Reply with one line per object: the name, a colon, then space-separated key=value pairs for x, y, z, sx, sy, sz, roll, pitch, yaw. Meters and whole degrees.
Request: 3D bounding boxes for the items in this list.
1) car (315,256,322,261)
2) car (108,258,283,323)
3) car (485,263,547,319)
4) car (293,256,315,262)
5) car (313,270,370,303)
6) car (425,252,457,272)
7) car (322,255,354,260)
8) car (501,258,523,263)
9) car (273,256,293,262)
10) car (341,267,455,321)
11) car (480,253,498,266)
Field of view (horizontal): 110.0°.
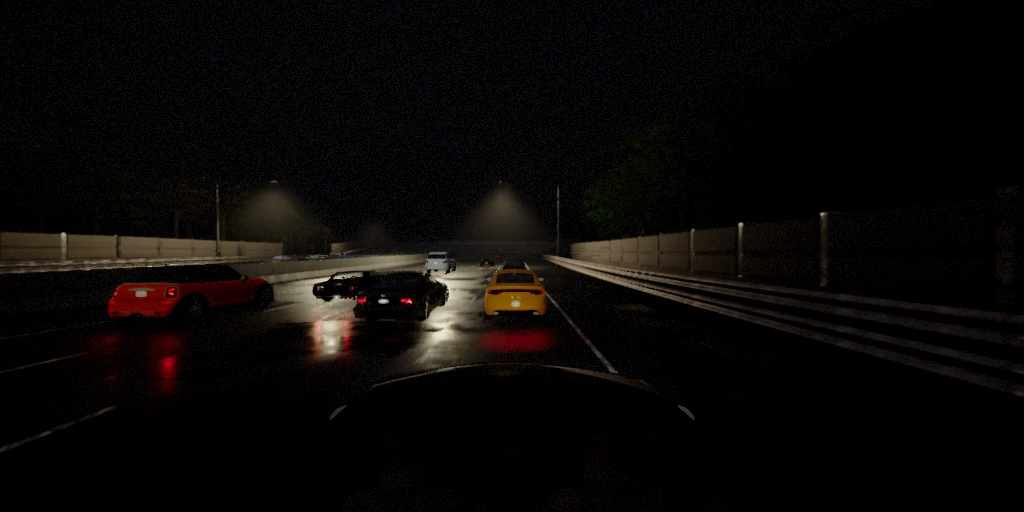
car: x=-24.333 y=0.586 z=49.177 sx=1.882 sy=1.535 sz=5.008 roll=0 pitch=1 yaw=1
car: x=-10.386 y=1.070 z=12.169 sx=2.097 sy=1.767 sz=4.553 roll=0 pitch=0 yaw=0
car: x=0.114 y=1.194 z=12.671 sx=1.882 sy=1.535 sz=5.008 roll=0 pitch=0 yaw=0
car: x=-27.820 y=0.691 z=50.033 sx=1.895 sy=1.301 sz=4.718 roll=0 pitch=1 yaw=1
car: x=-6.876 y=1.288 z=16.288 sx=1.895 sy=1.301 sz=4.718 roll=0 pitch=1 yaw=0
car: x=-6.787 y=0.630 z=34.590 sx=2.150 sy=2.045 sz=5.566 roll=0 pitch=1 yaw=0
car: x=-20.889 y=0.685 z=44.336 sx=1.882 sy=1.535 sz=5.008 roll=0 pitch=1 yaw=1
car: x=0.191 y=1.081 z=31.005 sx=1.895 sy=1.301 sz=4.718 roll=0 pitch=1 yaw=0
car: x=-31.325 y=0.664 z=48.773 sx=2.033 sy=1.411 sz=5.357 roll=0 pitch=1 yaw=1
car: x=-3.488 y=1.268 z=12.258 sx=2.033 sy=1.411 sz=5.357 roll=0 pitch=0 yaw=0
car: x=-3.266 y=0.632 z=49.257 sx=1.812 sy=1.442 sz=4.674 roll=0 pitch=1 yaw=1
